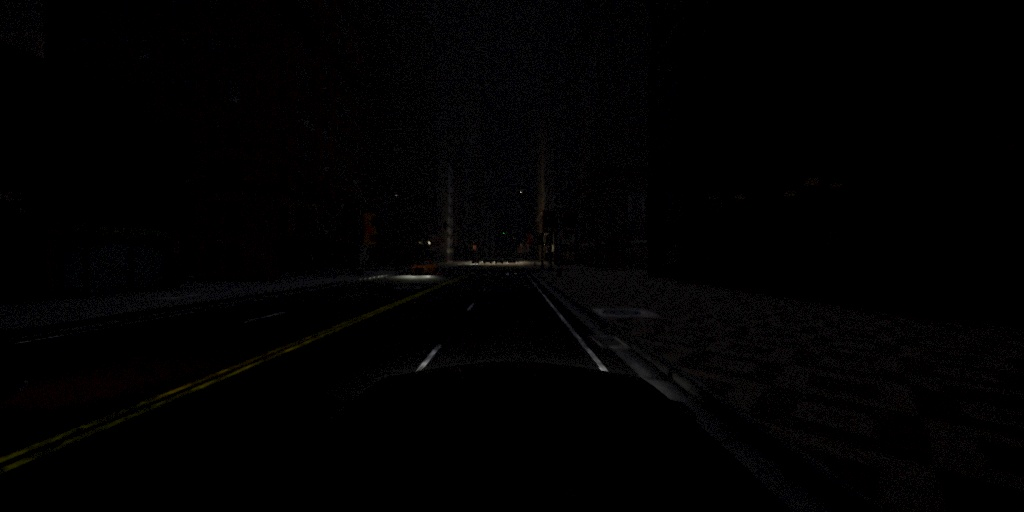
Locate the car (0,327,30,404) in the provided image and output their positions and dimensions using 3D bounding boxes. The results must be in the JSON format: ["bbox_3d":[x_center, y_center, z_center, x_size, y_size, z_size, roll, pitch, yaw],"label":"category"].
[{"bbox_3d":[-6.602,1.242,2.063,2.128,1.511,4.902,0,0,0],"label":"car"}]

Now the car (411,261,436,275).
[{"bbox_3d":[-9.773,1.257,39.930,1.882,1.535,5.008,0,0,0],"label":"car"}]
